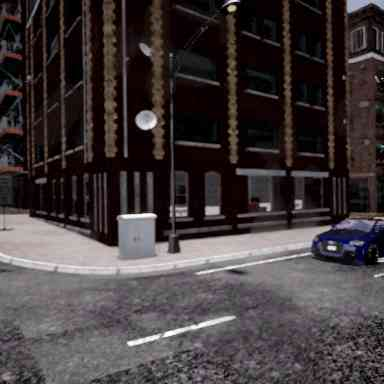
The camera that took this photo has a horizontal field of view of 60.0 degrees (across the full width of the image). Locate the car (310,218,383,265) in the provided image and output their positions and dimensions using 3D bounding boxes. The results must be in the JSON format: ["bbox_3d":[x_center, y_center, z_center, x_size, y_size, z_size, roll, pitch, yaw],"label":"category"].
[{"bbox_3d":[6.228,1.659,12.122,4.181,1.385,1.994,0,-1,-35],"label":"car"}]
